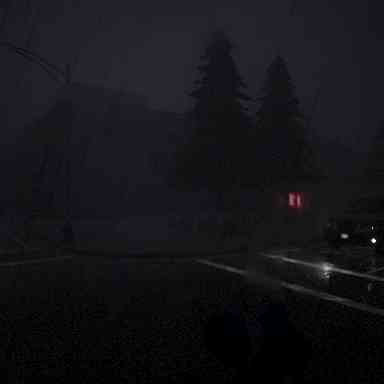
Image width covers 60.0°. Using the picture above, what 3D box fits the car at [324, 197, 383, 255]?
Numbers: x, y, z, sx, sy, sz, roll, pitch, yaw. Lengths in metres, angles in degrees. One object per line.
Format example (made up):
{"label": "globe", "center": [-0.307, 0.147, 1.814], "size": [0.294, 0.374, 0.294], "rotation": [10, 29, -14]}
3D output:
{"label": "car", "center": [7.762, 1.248, 13.710], "size": [5.566, 2.045, 2.150], "rotation": [0, 0, -36]}
